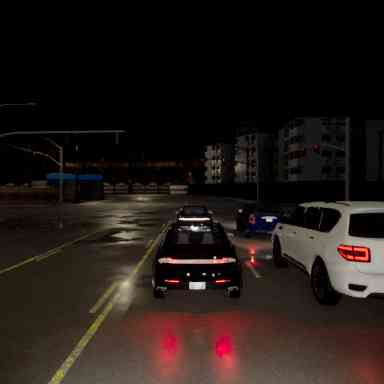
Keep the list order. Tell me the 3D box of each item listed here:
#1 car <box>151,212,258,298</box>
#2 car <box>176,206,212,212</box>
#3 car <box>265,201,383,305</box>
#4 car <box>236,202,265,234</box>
[{"bbox_3d":[0.103,1.499,8.515,2.128,1.511,4.902,0,0,0],"label":"car"},{"bbox_3d":[0.113,1.473,17.928,2.128,1.511,4.902,0,0,0],"label":"car"},{"bbox_3d":[3.595,1.220,8.227,2.150,2.045,5.566,0,0,0],"label":"car"},{"bbox_3d":[3.611,1.328,17.651,2.097,1.767,4.553,0,0,0],"label":"car"}]
